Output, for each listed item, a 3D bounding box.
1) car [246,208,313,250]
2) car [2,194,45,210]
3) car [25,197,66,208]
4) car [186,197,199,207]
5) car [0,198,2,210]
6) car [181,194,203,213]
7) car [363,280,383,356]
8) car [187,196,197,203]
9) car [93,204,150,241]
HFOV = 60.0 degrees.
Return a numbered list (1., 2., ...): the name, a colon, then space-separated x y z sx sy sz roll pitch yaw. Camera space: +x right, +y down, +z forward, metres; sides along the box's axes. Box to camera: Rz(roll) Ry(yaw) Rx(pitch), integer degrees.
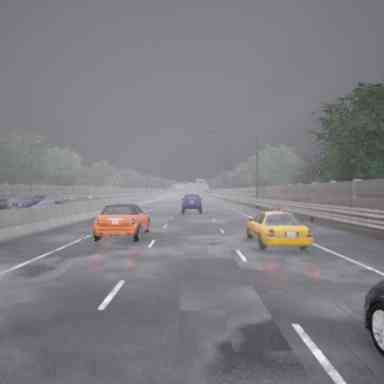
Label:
1. car: 3.498 1.460 14.275 1.801 1.575 5.366 0 0 0
2. car: -17.521 1.254 35.718 2.150 2.045 5.566 0 -1 0
3. car: -14.051 1.502 32.785 1.882 1.535 5.008 0 0 1
4. car: 0.094 1.521 53.292 1.882 1.535 5.008 0 0 0
5. car: -21.032 1.378 34.862 2.097 1.767 4.553 0 0 0
6. car: -0.006 1.251 37.527 2.150 2.045 5.566 0 0 0
7. car: 3.499 1.504 3.083 1.837 1.490 4.892 0 0 0
8. car: -0.007 1.587 73.530 2.033 1.411 5.357 0 0 0
9. car: -3.402 1.358 16.859 2.097 1.767 4.553 0 0 0
